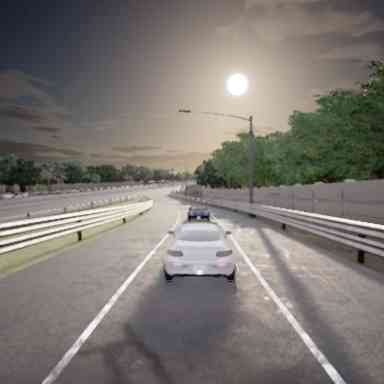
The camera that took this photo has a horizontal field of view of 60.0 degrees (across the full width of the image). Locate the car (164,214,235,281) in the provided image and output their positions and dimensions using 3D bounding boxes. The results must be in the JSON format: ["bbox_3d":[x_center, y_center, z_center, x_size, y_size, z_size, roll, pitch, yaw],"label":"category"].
[{"bbox_3d":[0.233,1.616,10.010,1.812,1.442,4.674,0,0,1],"label":"car"}]

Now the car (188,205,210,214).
[{"bbox_3d":[0.547,1.865,29.946,1.895,1.301,4.718,0,0,0],"label":"car"}]
